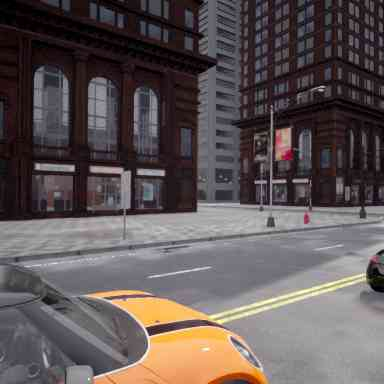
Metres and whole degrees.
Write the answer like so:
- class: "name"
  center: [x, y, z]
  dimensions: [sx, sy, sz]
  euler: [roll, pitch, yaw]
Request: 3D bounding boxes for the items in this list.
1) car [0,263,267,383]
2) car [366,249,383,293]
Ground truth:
- class: "car"
  center: [-1.536, 1.352, 2.343]
  dimensions: [4.553, 1.767, 2.097]
  euler: [0, 0, -36]
- class: "car"
  center: [5.890, 1.576, 7.665]
  dimensions: [4.181, 1.385, 1.994]
  euler: [0, 0, -35]
